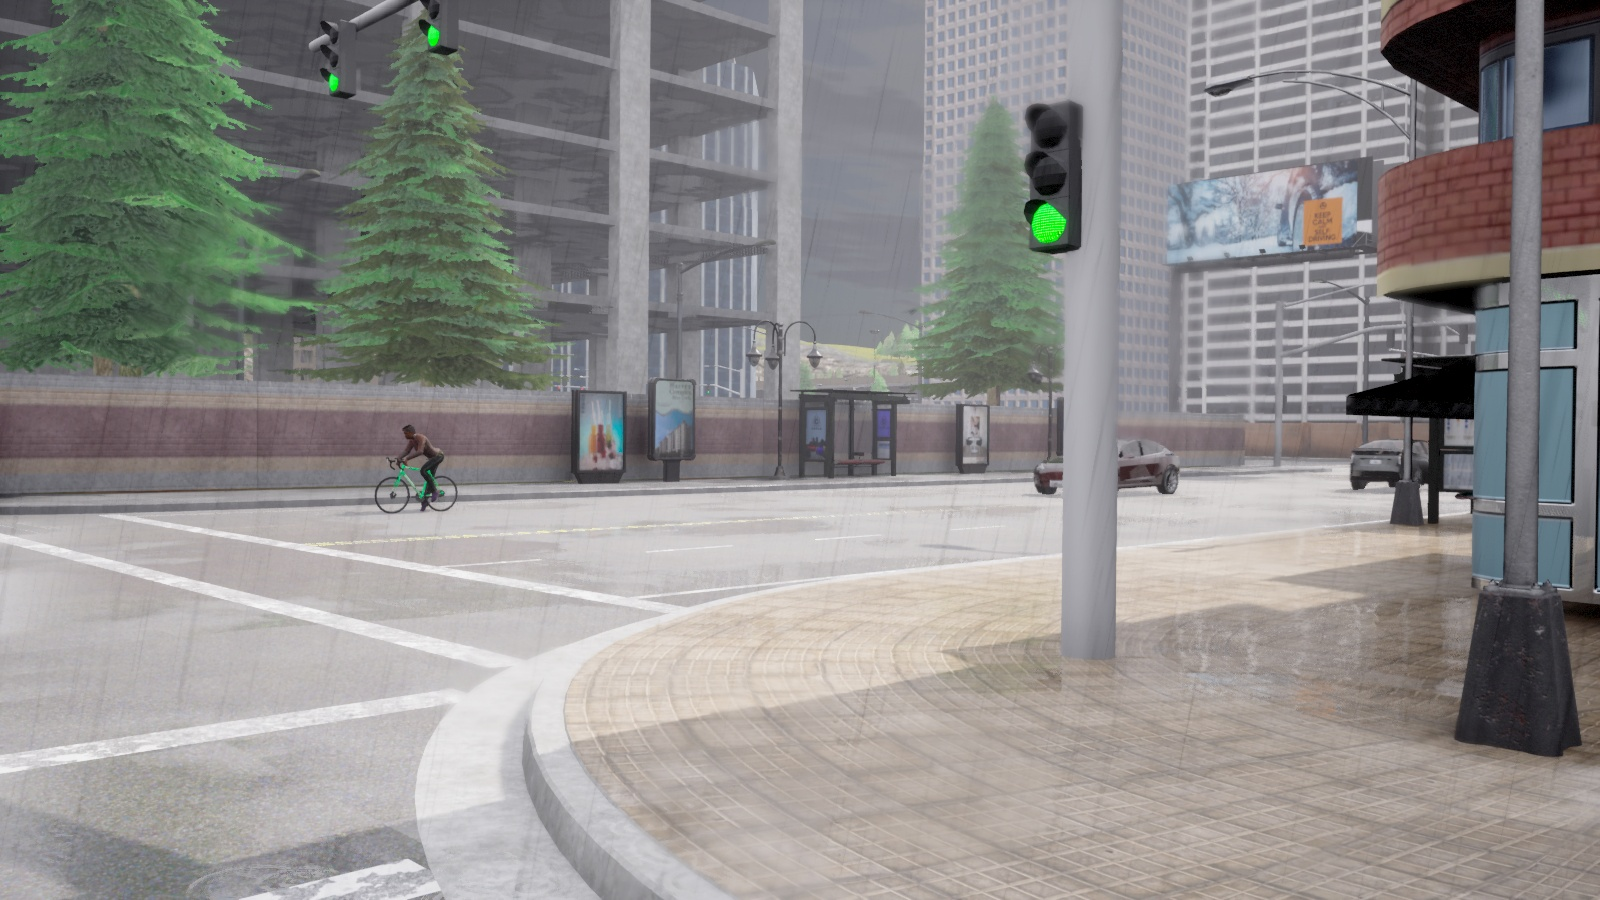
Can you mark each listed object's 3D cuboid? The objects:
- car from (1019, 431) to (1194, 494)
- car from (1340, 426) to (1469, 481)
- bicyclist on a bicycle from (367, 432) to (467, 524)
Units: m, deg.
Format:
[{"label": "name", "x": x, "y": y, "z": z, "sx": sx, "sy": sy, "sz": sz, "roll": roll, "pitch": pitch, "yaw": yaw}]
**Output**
[{"label": "car", "x": 8.036, "y": 0.268, "z": 32.678, "sx": 4.792, "sy": 1.488, "sz": 2.163, "roll": -1, "pitch": 1, "yaw": -44}, {"label": "car", "x": 18.016, "y": 0.061, "z": 37.343, "sx": 4.514, "sy": 1.525, "sz": 2.007, "roll": -1, "pitch": 1, "yaw": -44}, {"label": "bicyclist on a bicycle", "x": -7.053, "y": 0.487, "z": 23.169, "sx": 1.656, "sy": 1.620, "sz": 0.582, "roll": -2, "pitch": 1, "yaw": -44}]
